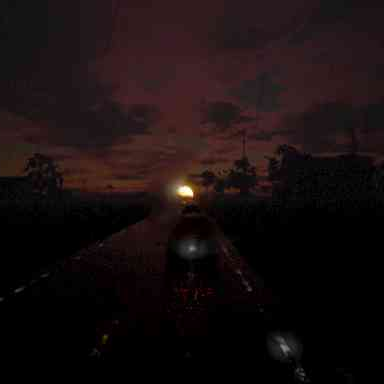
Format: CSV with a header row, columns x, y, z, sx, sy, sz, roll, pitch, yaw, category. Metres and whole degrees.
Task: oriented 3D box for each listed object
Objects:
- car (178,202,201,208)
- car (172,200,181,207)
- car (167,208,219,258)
x,y,z,sx,sy,sz,roll,pitch,yaw,category
0.024,1.822,28.499,1.837,1.490,4.892,0,0,1,car
-2.761,2.306,65.709,1.994,1.385,4.181,0,-1,0,car
0.023,1.653,13.495,1.837,1.490,4.892,0,0,0,car
